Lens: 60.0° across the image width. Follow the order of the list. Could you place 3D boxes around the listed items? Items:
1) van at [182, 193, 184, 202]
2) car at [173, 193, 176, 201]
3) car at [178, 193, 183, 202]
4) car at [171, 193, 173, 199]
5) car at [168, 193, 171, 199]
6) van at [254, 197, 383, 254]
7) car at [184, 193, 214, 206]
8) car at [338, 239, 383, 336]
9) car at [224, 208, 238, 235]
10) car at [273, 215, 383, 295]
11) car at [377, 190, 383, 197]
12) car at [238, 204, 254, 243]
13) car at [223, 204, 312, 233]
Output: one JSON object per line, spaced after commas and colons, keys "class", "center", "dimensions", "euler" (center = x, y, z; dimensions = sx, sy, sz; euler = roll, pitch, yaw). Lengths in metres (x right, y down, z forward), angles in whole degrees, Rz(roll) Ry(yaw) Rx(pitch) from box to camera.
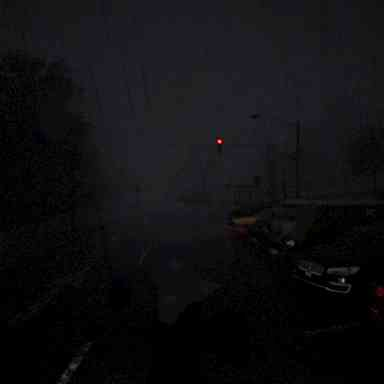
{"class": "van", "center": [1.136, 1.357, 60.550], "dimensions": [4.442, 1.987, 1.878], "euler": [1, 0, -27]}
{"class": "car", "center": [-0.682, 1.286, 75.528], "dimensions": [5.566, 2.045, 2.435], "euler": [0, 0, -28]}
{"class": "car", "center": [0.841, 1.322, 63.574], "dimensions": [5.566, 2.045, 2.435], "euler": [1, 0, -27]}
{"class": "car", "center": [-2.344, 1.387, 87.396], "dimensions": [4.553, 1.767, 2.185], "euler": [1, 0, -28]}
{"class": "car", "center": [-3.096, 1.262, 93.376], "dimensions": [5.566, 2.045, 2.435], "euler": [1, 0, -28]}
{"class": "van", "center": [4.516, 1.236, 10.783], "dimensions": [4.442, 1.987, 1.878], "euler": [1, 0, -22]}
{"class": "car", "center": [1.562, 1.467, 57.603], "dimensions": [4.553, 1.767, 2.185], "euler": [0, 0, -27]}
{"class": "car", "center": [4.726, 1.513, 4.791], "dimensions": [4.674, 1.452, 2.002], "euler": [1, 0, -21]}
{"class": "car", "center": [4.262, 1.447, 16.796], "dimensions": [5.366, 1.575, 1.946], "euler": [1, 0, -22]}
{"class": "car", "center": [4.692, 1.469, 7.809], "dimensions": [4.892, 1.521, 2.231], "euler": [1, 0, -21]}
{"class": "car", "center": [19.829, 0.174, 31.149], "dimensions": [2.002, 1.452, 4.674], "euler": [-6, 4, -27]}
{"class": "car", "center": [4.567, 1.333, 13.858], "dimensions": [4.553, 1.767, 2.185], "euler": [1, 0, -22]}
{"class": "car", "center": [4.498, 1.483, 19.848], "dimensions": [4.792, 1.488, 2.163], "euler": [1, 0, -23]}
